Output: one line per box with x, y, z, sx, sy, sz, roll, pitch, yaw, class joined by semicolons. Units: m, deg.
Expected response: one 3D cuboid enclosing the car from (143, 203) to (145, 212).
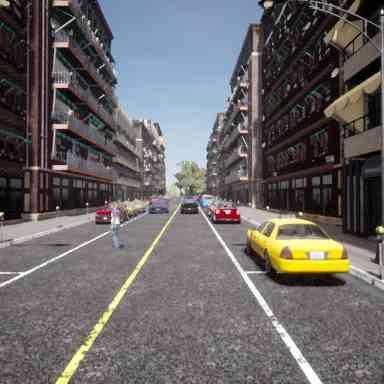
-6.026;1.537;36.017;1.752;1.417;4.829;1;0;-1;car

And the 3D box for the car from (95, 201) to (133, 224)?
-5.918;1.552;24.865;1.887;1.381;4.507;1;0;-1;car

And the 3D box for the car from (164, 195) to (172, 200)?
-6.577;1.595;92.800;1.887;1.381;4.507;1;0;-1;car

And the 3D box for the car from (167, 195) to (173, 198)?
-6.467;1.592;81.477;2.008;1.369;4.403;1;0;-1;car

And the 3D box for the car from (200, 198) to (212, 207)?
2.187;1.603;53.212;1.802;1.307;4.206;1;0;-1;car

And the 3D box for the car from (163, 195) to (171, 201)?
-6.521;1.571;86.970;1.752;1.417;4.829;1;0;-1;car

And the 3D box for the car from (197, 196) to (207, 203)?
2.023;1.598;70.197;1.947;1.339;4.313;1;0;-1;car

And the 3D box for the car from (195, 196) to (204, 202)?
1.913;1.592;81.520;2.008;1.369;4.403;1;0;-1;car

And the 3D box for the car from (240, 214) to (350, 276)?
2.901;1.459;10.341;1.801;1.575;5.366;0;0;-1;car

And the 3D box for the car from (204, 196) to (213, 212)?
2.409;1.450;30.566;1.967;1.590;4.097;1;0;-1;car

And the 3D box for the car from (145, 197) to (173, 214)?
-3.439;1.575;35.278;1.994;1.385;4.181;0;0;-1;car

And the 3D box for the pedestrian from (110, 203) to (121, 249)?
-2.988;1.298;12.984;0.375;1.860;0.375;1;-1;-4;pedestrian

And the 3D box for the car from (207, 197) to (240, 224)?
2.464;1.448;24.906;1.967;1.590;4.097;1;0;-1;car

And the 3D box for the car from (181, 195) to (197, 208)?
-0.408;1.369;47.962;2.097;1.767;4.553;0;0;0;car

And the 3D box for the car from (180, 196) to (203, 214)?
-0.267;1.503;36.267;2.128;1.511;4.902;0;0;0;car

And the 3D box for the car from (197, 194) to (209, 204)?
2.081;1.344;64.535;2.192;1.841;5.009;1;0;-1;car

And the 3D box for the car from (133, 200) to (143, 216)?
-5.971;1.535;30.356;1.752;1.417;4.829;1;0;-1;car

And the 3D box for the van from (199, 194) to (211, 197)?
2.245;1.358;47.551;1.690;1.788;3.998;1;0;-1;van

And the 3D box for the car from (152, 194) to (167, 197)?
-6.244;1.340;58.832;2.192;1.841;5.009;1;0;-1;car
